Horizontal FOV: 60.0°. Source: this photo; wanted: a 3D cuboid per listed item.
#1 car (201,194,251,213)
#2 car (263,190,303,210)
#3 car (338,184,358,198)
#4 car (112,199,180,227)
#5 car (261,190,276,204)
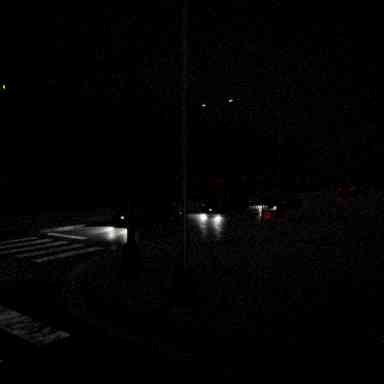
[{"bbox_3d":[2.887,0.859,26.734,2.033,1.411,5.357,0,2,35],"label":"car"},{"bbox_3d":[8.204,0.804,29.135,1.895,1.301,4.718,0,2,35],"label":"car"},{"bbox_3d":[24.392,-0.219,51.953,2.150,2.045,5.566,0,2,35],"label":"car"},{"bbox_3d":[-2.524,1.118,19.102,1.994,1.385,4.181,0,2,35],"label":"car"},{"bbox_3d":[8.894,0.557,35.197,1.837,1.490,4.892,0,2,35],"label":"car"}]
